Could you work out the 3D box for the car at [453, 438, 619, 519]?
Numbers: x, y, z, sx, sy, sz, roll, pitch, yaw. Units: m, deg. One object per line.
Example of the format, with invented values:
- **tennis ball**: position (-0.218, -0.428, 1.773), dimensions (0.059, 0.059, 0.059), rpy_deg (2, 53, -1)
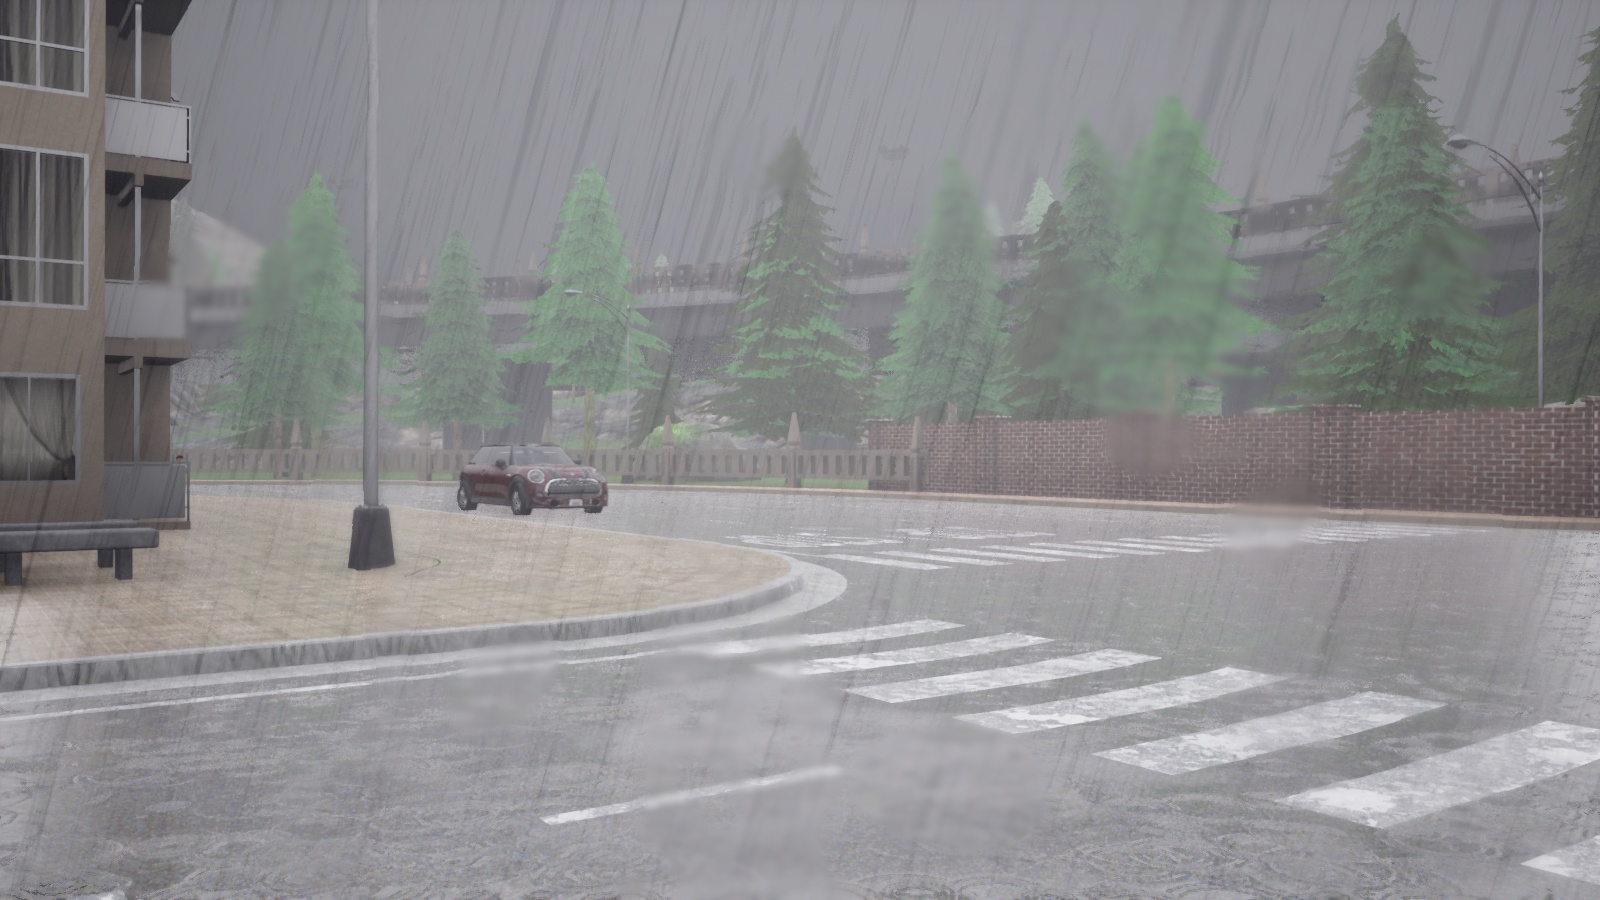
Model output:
- **car**: position (-6.372, 0.635, 29.958), dimensions (2.097, 1.767, 4.553), rpy_deg (0, 0, -38)
